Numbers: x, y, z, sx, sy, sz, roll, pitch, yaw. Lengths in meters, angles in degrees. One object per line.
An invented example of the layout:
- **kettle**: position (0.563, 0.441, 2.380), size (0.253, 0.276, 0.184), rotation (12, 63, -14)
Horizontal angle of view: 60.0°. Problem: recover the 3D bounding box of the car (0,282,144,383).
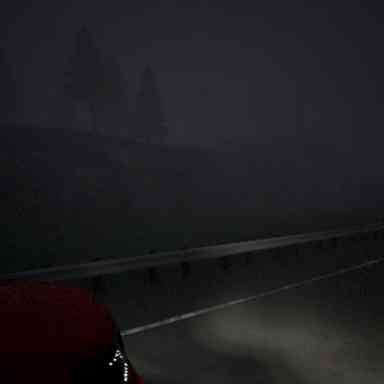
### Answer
- **car**: position (-2.999, 1.234, 1.632), size (5.566, 2.045, 2.150), rotation (0, 0, -36)
